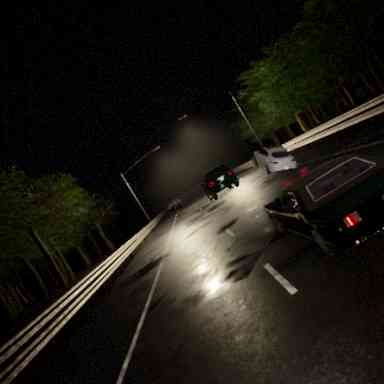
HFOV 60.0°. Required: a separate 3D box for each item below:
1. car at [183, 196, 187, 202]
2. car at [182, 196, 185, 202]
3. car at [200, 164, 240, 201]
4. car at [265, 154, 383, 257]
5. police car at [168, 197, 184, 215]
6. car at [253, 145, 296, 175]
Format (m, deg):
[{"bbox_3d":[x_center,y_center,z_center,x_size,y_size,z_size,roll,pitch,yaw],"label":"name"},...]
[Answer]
[{"bbox_3d":[-2.349,2.215,84.270,2.033,1.411,5.357,-32,1,-2],"label":"car"},{"bbox_3d":[-2.913,2.129,59.882,2.150,2.045,5.566,-31,0,-2],"label":"car"},{"bbox_3d":[1.991,-0.738,25.465,2.150,2.045,5.566,-32,0,-3],"label":"car"},{"bbox_3d":[2.867,0.128,7.181,1.895,1.301,4.718,-32,0,0],"label":"car"},{"bbox_3d":[-2.560,2.190,49.966,1.930,1.638,5.238,-31,0,-2],"label":"police car"},{"bbox_3d":[5.458,-2.366,22.193,1.812,1.442,4.674,-7,18,-2],"label":"car"}]
